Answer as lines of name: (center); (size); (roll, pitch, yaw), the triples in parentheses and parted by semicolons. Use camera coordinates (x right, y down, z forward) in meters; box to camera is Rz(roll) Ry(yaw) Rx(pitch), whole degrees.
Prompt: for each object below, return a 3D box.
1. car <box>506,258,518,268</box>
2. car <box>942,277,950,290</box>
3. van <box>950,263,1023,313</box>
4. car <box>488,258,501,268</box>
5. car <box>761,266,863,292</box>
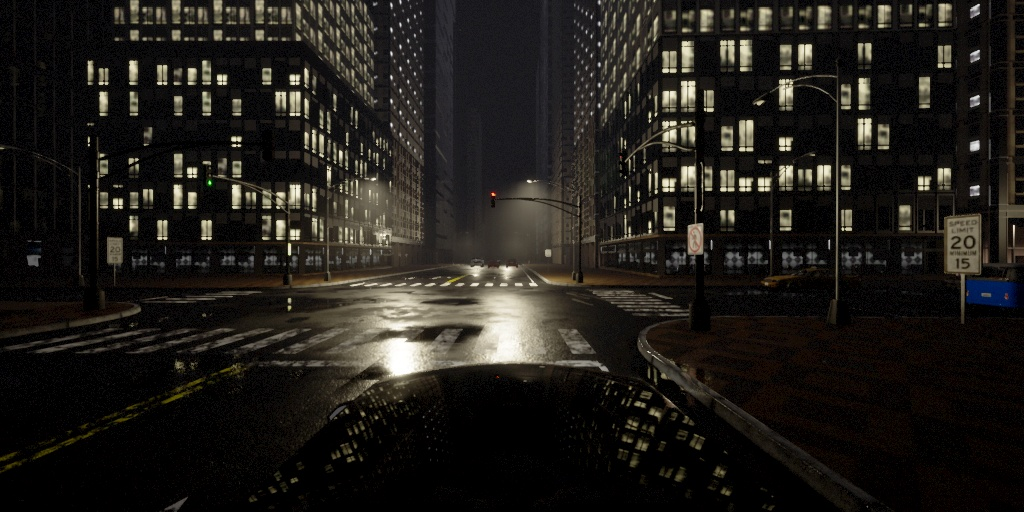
car: (0.013, 1.212, 63.559); (2.097, 1.767, 4.553); (0, 0, 0)
car: (26.926, 1.356, 20.099); (4.207, 1.307, 1.802); (0, 0, 2)
van: (18.360, 1.119, 12.413); (3.998, 1.789, 1.690); (0, 0, 2)
car: (-3.237, 1.460, 63.203); (1.895, 1.301, 4.718); (0, 0, 0)
car: (17.091, 1.293, 20.585); (4.829, 1.417, 1.751); (0, 0, 2)
